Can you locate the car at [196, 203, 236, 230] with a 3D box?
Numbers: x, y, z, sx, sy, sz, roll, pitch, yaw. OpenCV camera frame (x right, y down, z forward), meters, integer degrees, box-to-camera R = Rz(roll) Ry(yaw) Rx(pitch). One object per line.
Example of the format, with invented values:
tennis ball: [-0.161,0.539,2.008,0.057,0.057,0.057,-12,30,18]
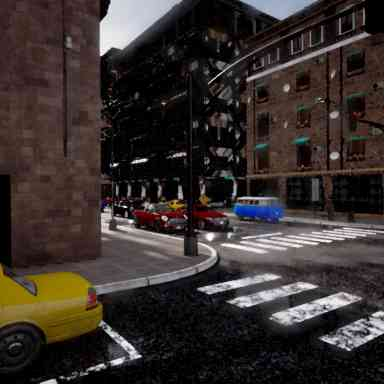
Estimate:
car: [0.404,1.508,21.248,1.812,1.442,4.674,-1,0,-34]

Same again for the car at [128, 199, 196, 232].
car: [-1.895,1.441,20.004,1.967,1.590,4.097,0,0,-36]

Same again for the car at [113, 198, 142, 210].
car: [-8.423,1.463,43.233,1.887,1.381,4.507,-1,0,-36]

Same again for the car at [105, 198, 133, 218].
car: [-5.640,1.473,29.555,1.837,1.490,4.892,-1,0,-36]

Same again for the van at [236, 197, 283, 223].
van: [4.894,1.280,24.917,1.690,1.788,3.998,0,0,-36]

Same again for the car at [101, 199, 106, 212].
car: [-11.910,1.183,38.195,2.150,2.045,5.566,-1,0,-36]

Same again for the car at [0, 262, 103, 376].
car: [-3.590,1.525,4.004,4.829,1.417,1.752,0,0,-36]

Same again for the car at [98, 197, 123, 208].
car: [-11.752,1.463,47.813,1.887,1.381,4.507,-1,0,-36]
